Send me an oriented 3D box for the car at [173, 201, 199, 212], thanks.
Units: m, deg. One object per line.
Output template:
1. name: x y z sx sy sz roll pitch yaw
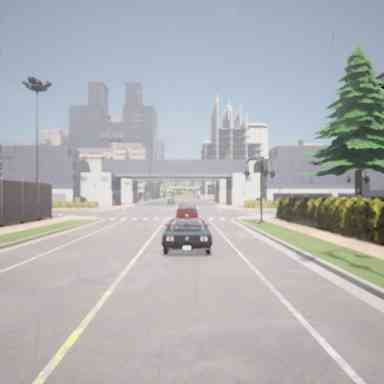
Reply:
1. car: -0.444 1.756 29.531 1.882 1.535 5.008 0 0 -1

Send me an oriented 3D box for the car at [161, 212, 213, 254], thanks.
1. car: -0.209 1.733 14.157 1.895 1.301 4.718 0 0 -1

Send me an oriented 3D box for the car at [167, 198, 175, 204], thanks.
1. car: -5.483 2.351 86.636 2.128 1.511 4.902 0 -1 -1
